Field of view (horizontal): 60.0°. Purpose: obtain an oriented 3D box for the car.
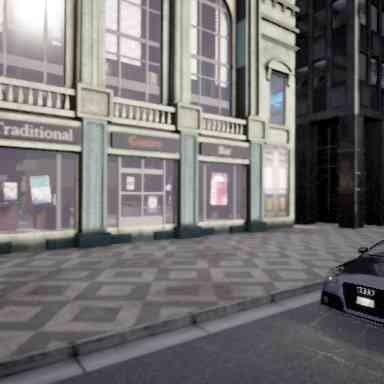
[{"bbox_3d":[4.420,1.602,6.522,4.181,1.385,1.994,0,0,-35],"label":"car"}]
